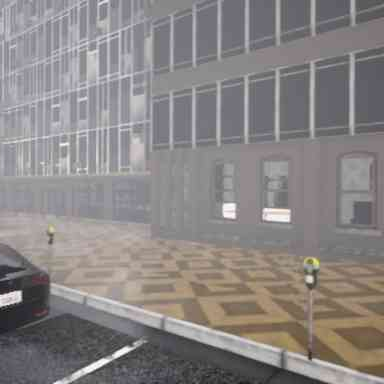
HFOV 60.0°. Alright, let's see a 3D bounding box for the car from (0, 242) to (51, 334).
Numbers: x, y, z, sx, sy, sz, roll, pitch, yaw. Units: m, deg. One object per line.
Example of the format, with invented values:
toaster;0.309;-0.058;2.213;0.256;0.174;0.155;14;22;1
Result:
car;-4.257;1.529;5.902;4.313;1.339;1.947;0;0;35
